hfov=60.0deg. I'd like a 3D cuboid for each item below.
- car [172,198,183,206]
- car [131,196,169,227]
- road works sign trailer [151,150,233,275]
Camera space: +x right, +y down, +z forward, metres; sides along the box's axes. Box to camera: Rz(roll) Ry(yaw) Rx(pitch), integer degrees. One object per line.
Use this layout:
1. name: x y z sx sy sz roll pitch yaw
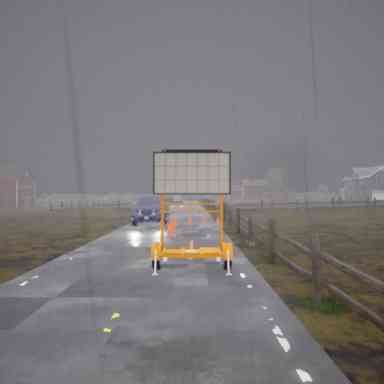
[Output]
1. car: -2.803 1.862 64.795 1.882 1.535 5.008 0 -1 1
2. car: -2.855 1.291 23.620 2.150 2.045 5.566 0 0 0
3. road works sign trailer: -0.002 0.479 10.435 2.380 3.560 2.880 0 0 0
